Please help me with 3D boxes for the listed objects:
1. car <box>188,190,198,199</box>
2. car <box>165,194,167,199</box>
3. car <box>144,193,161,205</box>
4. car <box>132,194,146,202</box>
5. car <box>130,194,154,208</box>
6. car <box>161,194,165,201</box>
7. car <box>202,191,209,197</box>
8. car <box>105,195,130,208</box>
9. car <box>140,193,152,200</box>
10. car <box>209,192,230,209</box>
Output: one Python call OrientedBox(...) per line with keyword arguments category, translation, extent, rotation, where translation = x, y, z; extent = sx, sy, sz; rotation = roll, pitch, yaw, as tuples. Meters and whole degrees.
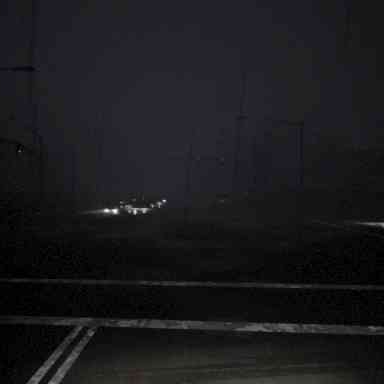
OrientedBox(category="car", translation=(0.215, 0.604, 76.582), extent=(2.150, 2.045, 5.566), rotation=(0, 1, 0))
OrientedBox(category="car", translation=(-6.789, 1.003, 75.178), extent=(1.895, 1.301, 4.718), rotation=(0, 1, 0))
OrientedBox(category="car", translation=(-6.849, 1.305, 55.253), extent=(2.033, 1.411, 5.357), rotation=(0, 1, 0))
OrientedBox(category="car", translation=(-10.320, 1.179, 64.556), extent=(1.994, 1.385, 4.181), rotation=(0, 1, 0))
OrientedBox(category="car", translation=(-6.898, 1.431, 46.022), extent=(1.994, 1.385, 4.181), rotation=(0, 1, 1))
OrientedBox(category="car", translation=(-6.819, 1.210, 64.830), extent=(1.895, 1.301, 4.718), rotation=(0, 1, 0))
OrientedBox(category="car", translation=(3.748, 0.498, 88.117), extent=(2.097, 1.767, 4.553), rotation=(0, 1, 0))
OrientedBox(category="car", translation=(-10.400, 1.369, 45.410), extent=(2.128, 1.511, 4.902), rotation=(0, 1, 1))
OrientedBox(category="car", translation=(-10.289, 0.948, 75.174), extent=(2.033, 1.411, 5.357), rotation=(0, 1, 0))
OrientedBox(category="car", translation=(3.669, 1.119, 43.369), extent=(2.150, 2.045, 5.566), rotation=(0, 1, 1))
